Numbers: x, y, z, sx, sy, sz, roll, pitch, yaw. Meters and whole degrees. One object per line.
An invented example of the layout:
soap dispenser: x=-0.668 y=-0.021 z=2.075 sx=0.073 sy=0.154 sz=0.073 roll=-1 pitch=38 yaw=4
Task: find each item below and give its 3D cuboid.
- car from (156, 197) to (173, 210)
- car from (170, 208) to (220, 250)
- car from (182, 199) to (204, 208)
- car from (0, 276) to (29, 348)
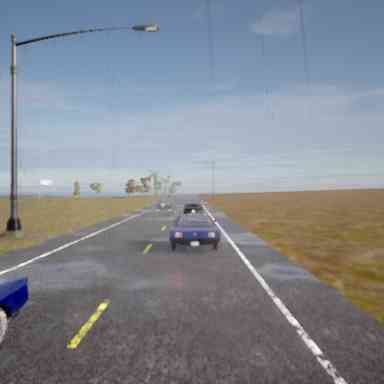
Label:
car: x=-3.569 y=1.463 z=43.510 sx=2.128 sy=1.511 sz=4.902 roll=0 pitch=0 yaw=0
car: x=0.107 y=1.592 z=14.348 sx=1.895 sy=1.301 sz=4.718 roll=0 pitch=0 yaw=0
car: x=0.115 y=1.482 z=32.264 sx=1.837 sy=1.490 sz=4.892 roll=0 pitch=-1 yaw=0
car: x=-3.600 y=1.599 z=3.230 sx=1.895 sy=1.301 sz=4.718 roll=0 pitch=0 yaw=0
